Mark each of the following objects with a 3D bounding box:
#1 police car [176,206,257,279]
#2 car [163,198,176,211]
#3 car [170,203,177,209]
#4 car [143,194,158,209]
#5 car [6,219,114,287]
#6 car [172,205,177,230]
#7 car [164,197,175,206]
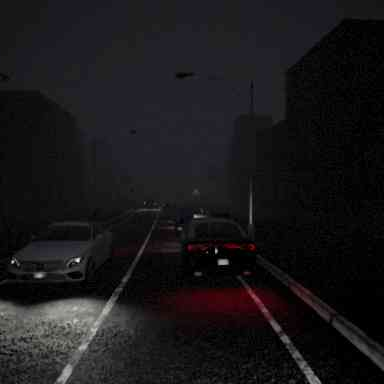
[{"bbox_3d":[0.585,1.455,10.314,1.930,1.638,5.238,0,-1,-3],"label":"police car"},{"bbox_3d":[-3.058,1.889,46.714,2.128,1.511,4.902,0,-1,-4],"label":"car"},{"bbox_3d":[-0.580,1.867,26.248,1.812,1.442,4.674,0,-1,-4],"label":"car"},{"bbox_3d":[-6.614,1.694,52.613,2.097,1.767,4.553,0,1,-4],"label":"car"},{"bbox_3d":[-3.428,1.557,9.541,1.812,1.442,4.674,0,-1,-3],"label":"car"},{"bbox_3d":[-0.116,1.723,20.256,1.812,1.442,4.674,0,-1,-4],"label":"car"},{"bbox_3d":[-4.143,1.712,60.587,1.895,1.301,4.718,0,2,-4],"label":"car"}]
